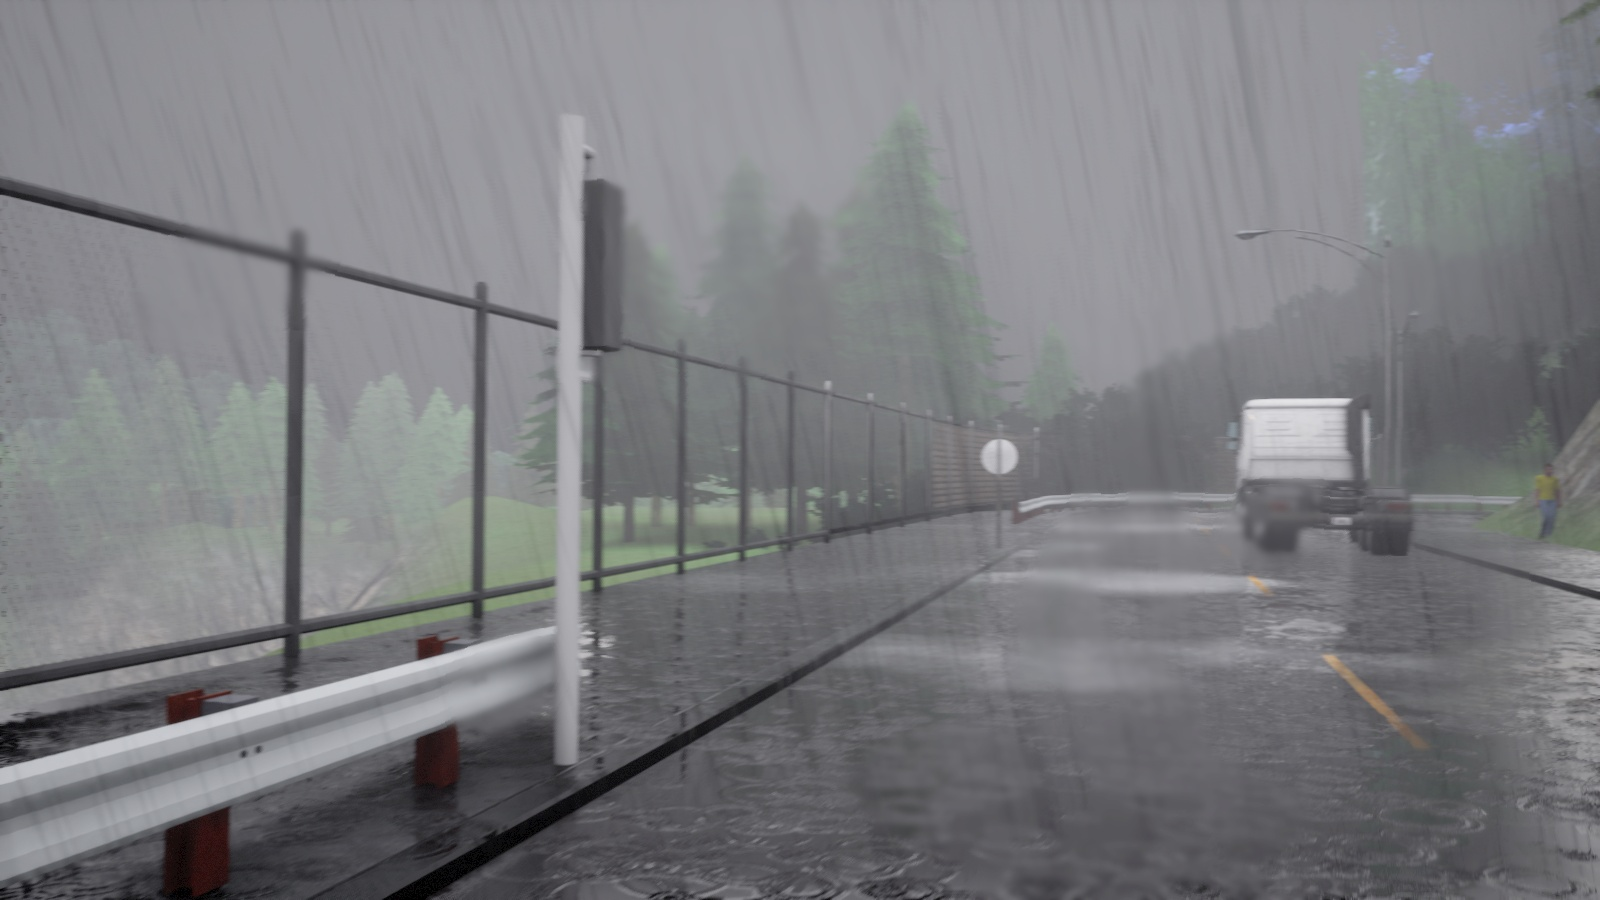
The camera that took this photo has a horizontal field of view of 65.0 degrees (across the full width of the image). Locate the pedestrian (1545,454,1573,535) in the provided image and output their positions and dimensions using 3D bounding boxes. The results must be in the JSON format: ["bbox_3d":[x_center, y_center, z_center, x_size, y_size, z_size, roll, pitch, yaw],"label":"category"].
[{"bbox_3d":[17.256,1.004,28.563,0.354,1.836,0.706,0,-1,15],"label":"pedestrian"}]

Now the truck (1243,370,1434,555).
[{"bbox_3d":[11.560,0.299,27.721,2.891,3.462,7.936,0,-1,16],"label":"truck"}]
